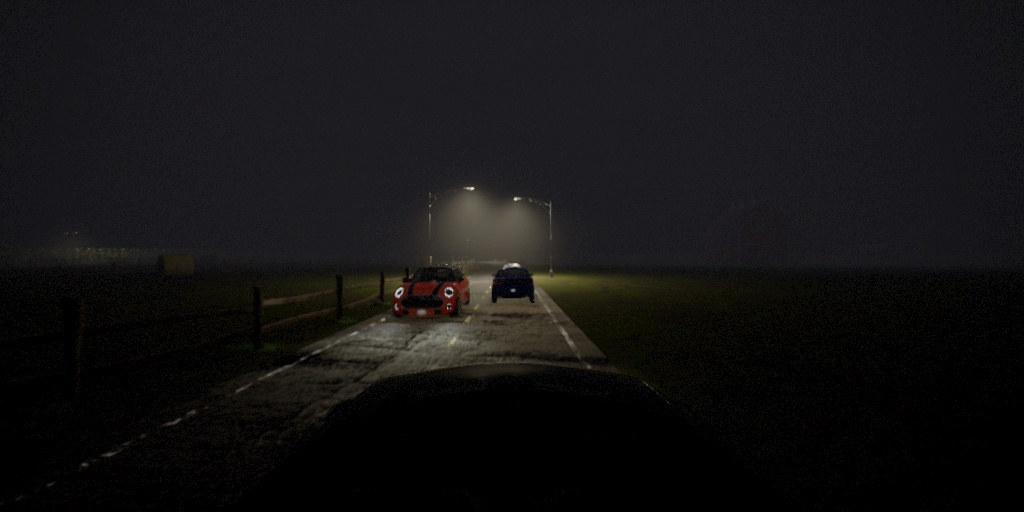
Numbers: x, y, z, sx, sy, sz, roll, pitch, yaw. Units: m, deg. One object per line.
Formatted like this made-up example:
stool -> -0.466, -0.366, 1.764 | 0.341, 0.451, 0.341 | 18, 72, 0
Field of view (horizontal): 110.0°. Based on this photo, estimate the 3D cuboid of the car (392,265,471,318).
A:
car -> -2.783, 1.144, 13.244 | 2.097, 1.767, 4.553 | 0, 0, 0

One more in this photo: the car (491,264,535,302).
car -> 0.042, 1.255, 17.301 | 1.882, 1.535, 5.008 | 0, 0, 0
